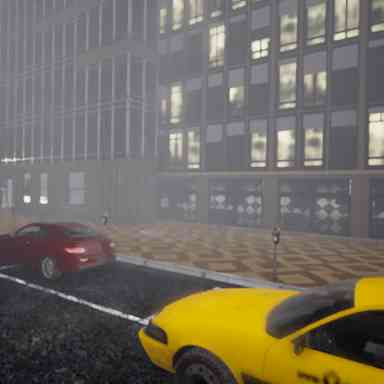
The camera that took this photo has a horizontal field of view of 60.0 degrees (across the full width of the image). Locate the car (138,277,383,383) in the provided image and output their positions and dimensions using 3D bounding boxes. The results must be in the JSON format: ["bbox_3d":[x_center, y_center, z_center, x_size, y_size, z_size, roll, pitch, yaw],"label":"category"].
[{"bbox_3d":[1.893,1.463,2.988,5.366,1.575,1.801,1,1,35],"label":"car"}]

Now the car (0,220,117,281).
[{"bbox_3d":[-3.880,1.422,9.152,4.206,1.307,1.802,1,1,35],"label":"car"}]
